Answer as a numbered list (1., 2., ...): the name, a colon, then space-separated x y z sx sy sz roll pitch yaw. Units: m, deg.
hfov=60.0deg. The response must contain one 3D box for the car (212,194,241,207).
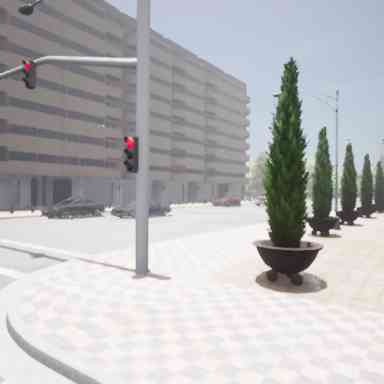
1. car: 4.546 1.061 43.610 2.097 1.767 4.553 1 1 36

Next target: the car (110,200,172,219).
1. car: -3.845 1.292 26.216 2.033 1.411 5.357 1 0 36

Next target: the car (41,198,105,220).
1. car: -8.877 1.211 25.200 1.837 1.490 4.892 1 1 36

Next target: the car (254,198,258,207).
1. car: 10.695 0.972 46.023 2.150 2.045 5.566 1 0 37
